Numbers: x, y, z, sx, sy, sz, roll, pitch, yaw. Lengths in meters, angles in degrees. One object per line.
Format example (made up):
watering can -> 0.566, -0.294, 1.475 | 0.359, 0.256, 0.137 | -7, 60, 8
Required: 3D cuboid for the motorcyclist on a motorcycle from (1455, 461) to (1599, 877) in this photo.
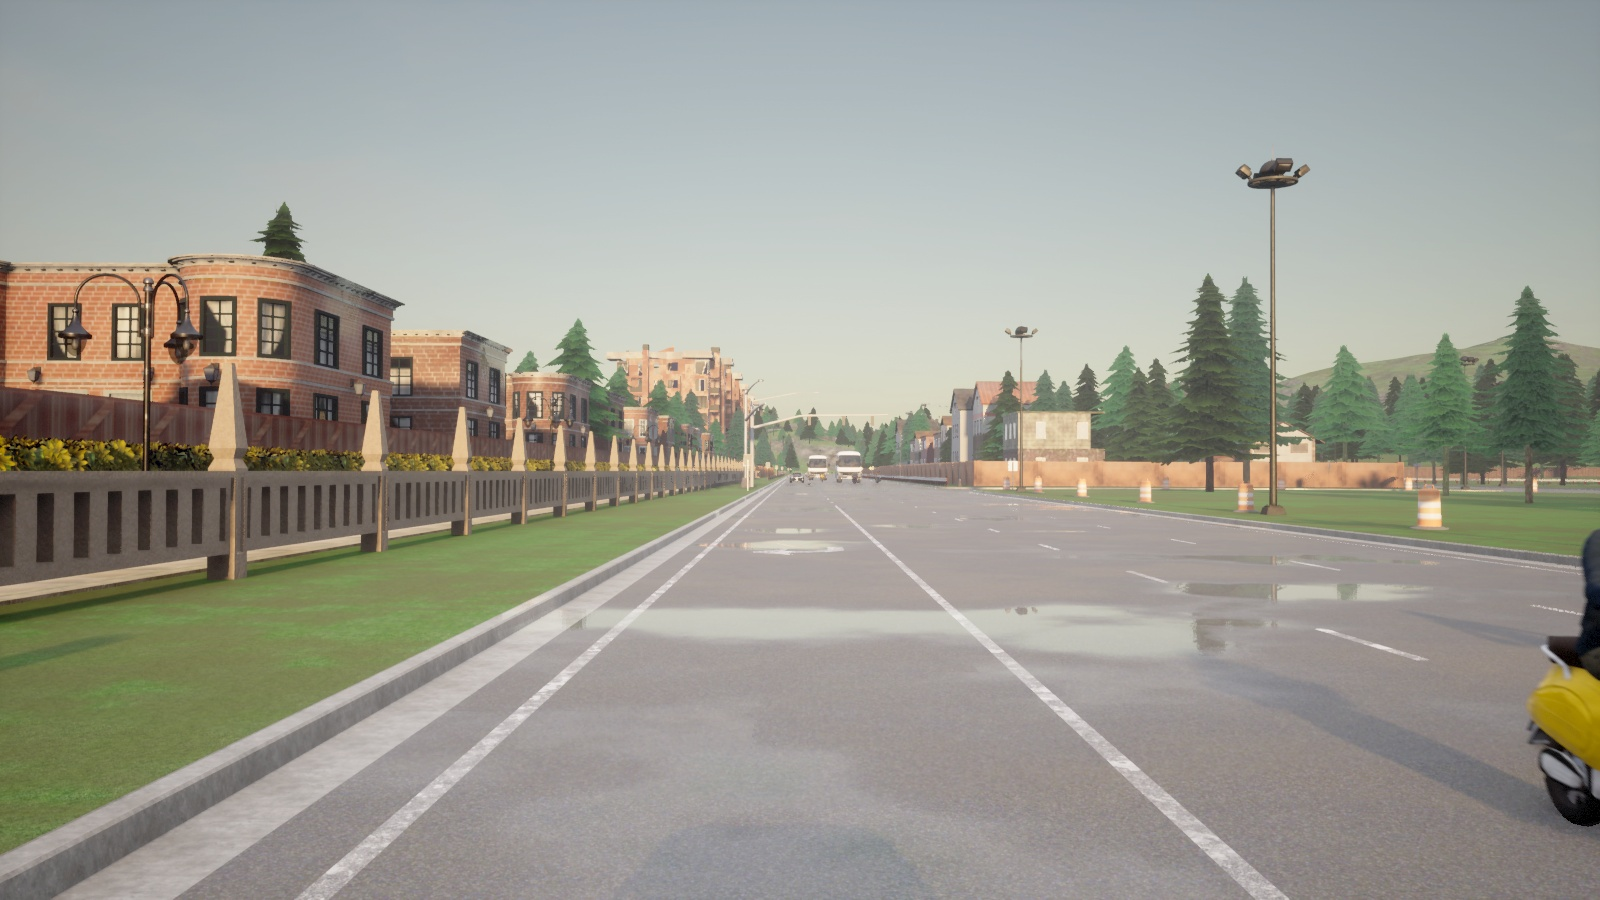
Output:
motorcyclist on a motorcycle -> 3.488, 0.837, 4.927 | 0.866, 1.590, 1.817 | 0, -1, 0
